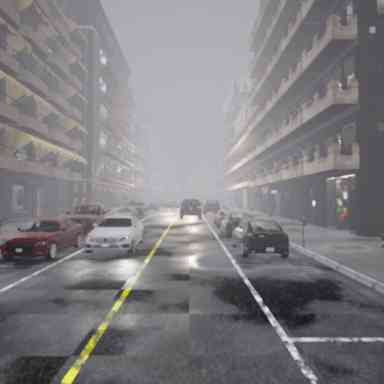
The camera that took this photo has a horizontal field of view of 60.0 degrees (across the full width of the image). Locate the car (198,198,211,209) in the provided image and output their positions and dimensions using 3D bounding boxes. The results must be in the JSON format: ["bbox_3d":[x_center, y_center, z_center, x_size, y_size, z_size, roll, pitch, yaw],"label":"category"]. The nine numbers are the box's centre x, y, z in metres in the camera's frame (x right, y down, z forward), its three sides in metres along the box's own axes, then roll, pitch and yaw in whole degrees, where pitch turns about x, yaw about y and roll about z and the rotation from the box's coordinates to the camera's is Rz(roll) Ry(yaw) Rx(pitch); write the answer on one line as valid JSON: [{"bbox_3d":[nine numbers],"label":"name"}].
[{"bbox_3d":[2.274,2.162,63.438,2.192,1.841,5.009,1,-1,0],"label":"car"}]

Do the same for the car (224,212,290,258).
[{"bbox_3d":[2.616,1.727,13.330,2.008,1.369,4.403,1,-1,0],"label":"car"}]

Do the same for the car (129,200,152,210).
[{"bbox_3d":[-5.915,1.789,35.578,2.192,1.841,5.009,1,-1,0],"label":"car"}]

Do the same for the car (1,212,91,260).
[{"bbox_3d":[-5.764,1.723,13.306,1.887,1.381,4.507,1,-1,0],"label":"car"}]

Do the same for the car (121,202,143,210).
[{"bbox_3d":[-5.878,1.923,29.838,1.752,1.417,4.829,1,-1,0],"label":"car"}]

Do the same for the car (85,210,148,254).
[{"bbox_3d":[-3.193,1.719,14.529,1.812,1.442,4.674,0,-1,0],"label":"car"}]

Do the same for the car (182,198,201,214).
[{"bbox_3d":[-0.184,1.816,44.703,2.150,2.045,5.566,0,-1,-4],"label":"car"}]

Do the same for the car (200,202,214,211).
[{"bbox_3d":[2.348,2.247,52.301,2.008,1.369,4.403,1,-1,0],"label":"car"}]

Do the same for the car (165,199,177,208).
[{"bbox_3d":[-3.456,2.326,63.493,1.882,1.535,5.008,0,-1,0],"label":"car"}]

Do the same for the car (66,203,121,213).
[{"bbox_3d":[-5.799,1.567,18.876,2.192,1.841,5.009,1,-1,0],"label":"car"}]

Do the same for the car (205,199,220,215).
[{"bbox_3d":[2.428,1.862,41.170,2.192,1.841,5.009,1,-1,0],"label":"car"}]

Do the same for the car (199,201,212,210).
[{"bbox_3d":[2.310,2.316,57.868,1.887,1.381,4.507,1,-1,0],"label":"car"}]

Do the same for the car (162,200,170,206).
[{"bbox_3d":[-6.225,2.658,80.112,1.802,1.307,4.206,1,-1,0],"label":"car"}]

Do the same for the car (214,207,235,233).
[{"bbox_3d":[2.578,1.801,18.897,2.008,1.369,4.403,1,-1,0],"label":"car"}]

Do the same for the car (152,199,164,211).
[{"bbox_3d":[-6.033,2.264,52.277,1.947,1.339,4.313,1,-1,0],"label":"car"}]

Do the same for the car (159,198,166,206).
[{"bbox_3d":[-6.145,2.239,68.981,2.192,1.841,5.009,1,-1,0],"label":"car"}]

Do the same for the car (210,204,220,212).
[{"bbox_3d":[2.539,1.851,24.635,1.752,1.417,4.829,1,-1,0],"label":"car"}]

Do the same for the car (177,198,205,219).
[{"bbox_3d":[-0.120,1.673,33.988,2.150,2.045,5.566,0,-1,0],"label":"car"}]
